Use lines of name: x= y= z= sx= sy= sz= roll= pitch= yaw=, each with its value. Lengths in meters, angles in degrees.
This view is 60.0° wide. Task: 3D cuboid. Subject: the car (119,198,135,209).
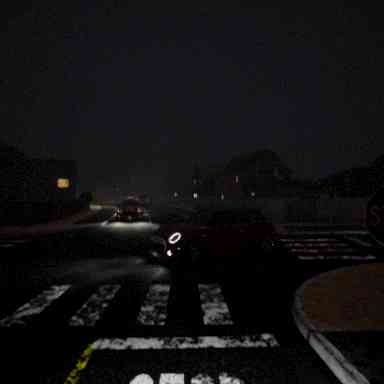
car: x=-10.344 y=1.785 z=52.608 sx=2.128 sy=1.511 sz=4.902 roll=0 pitch=0 yaw=-15

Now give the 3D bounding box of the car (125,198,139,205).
car: x=-12.324 y=1.987 z=68.248 sx=1.994 sy=1.385 sz=4.181 roll=0 pitch=0 yaw=-20

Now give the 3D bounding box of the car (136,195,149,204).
car: x=-9.005 y=1.547 z=58.294 sx=2.150 sy=2.045 sz=5.566 roll=0 pitch=0 yaw=-18

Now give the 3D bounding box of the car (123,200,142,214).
car: x=-7.081 y=1.732 z=39.057 sx=2.033 sy=1.411 sz=5.357 roll=0 pitch=0 yaw=-12

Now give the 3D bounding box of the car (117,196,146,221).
car: x=-5.202 y=1.460 z=28.243 sx=2.097 sy=1.767 sz=4.553 roll=0 pitch=0 yaw=-8

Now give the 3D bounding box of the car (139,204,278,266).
car: x=0.762 y=1.357 z=11.815 sx=4.553 sy=1.767 sz=2.097 roll=-2 pitch=1 yaw=-28
